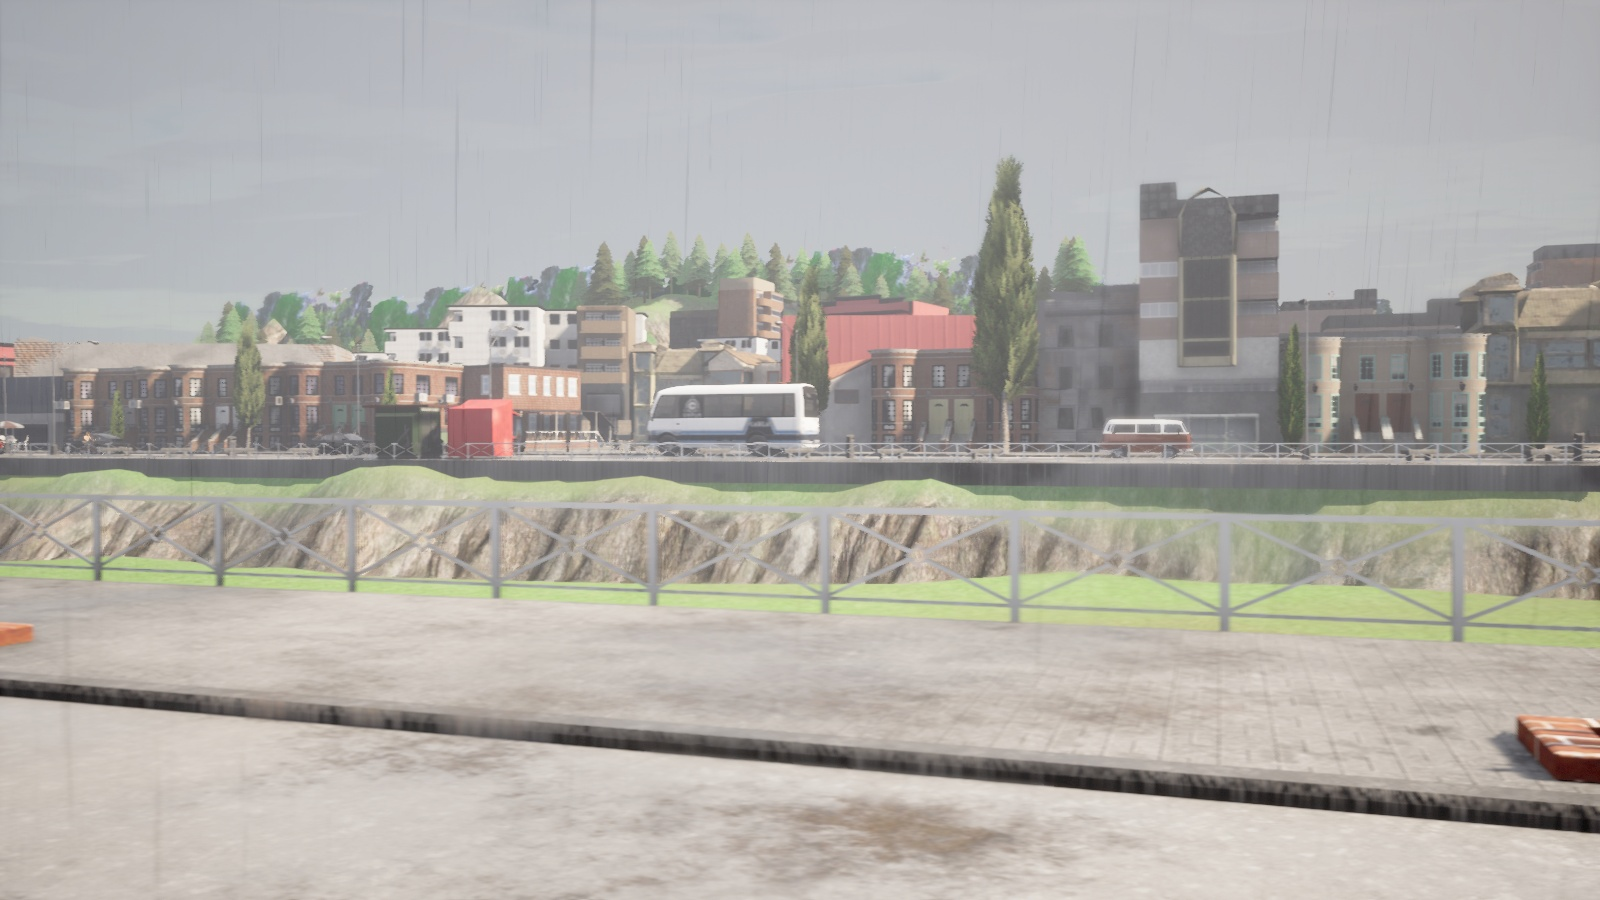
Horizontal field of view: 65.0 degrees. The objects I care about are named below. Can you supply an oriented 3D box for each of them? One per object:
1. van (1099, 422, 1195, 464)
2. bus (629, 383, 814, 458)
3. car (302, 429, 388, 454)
[{"bbox_3d":[17.410,-0.393,62.970,4.480,2.038,2.069,1,1,19],"label":"van"},{"bbox_3d":[-4.644,-1.762,74.592,10.273,4.253,3.944,1,1,19],"label":"bus"},{"bbox_3d":[-28.393,-0.558,78.369,5.008,1.535,1.882,1,1,19],"label":"car"}]
